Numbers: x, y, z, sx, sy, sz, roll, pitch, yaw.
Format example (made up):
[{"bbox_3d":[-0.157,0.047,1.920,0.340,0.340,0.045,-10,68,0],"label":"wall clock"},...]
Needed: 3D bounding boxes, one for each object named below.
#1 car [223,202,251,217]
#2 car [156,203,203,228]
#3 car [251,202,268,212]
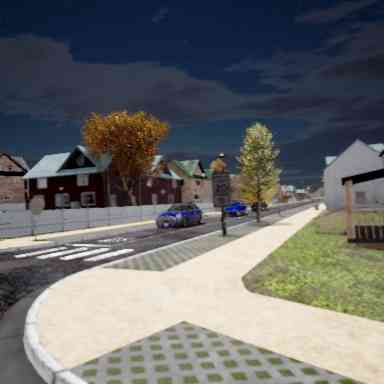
[{"bbox_3d":[4.759,1.923,37.344,1.882,1.535,5.008,-3,-2,24],"label":"car"},{"bbox_3d":[-0.870,1.680,24.756,2.097,1.767,4.553,-3,-2,24],"label":"car"},{"bbox_3d":[9.752,2.054,48.402,1.837,1.490,4.892,-3,-1,24],"label":"car"}]
